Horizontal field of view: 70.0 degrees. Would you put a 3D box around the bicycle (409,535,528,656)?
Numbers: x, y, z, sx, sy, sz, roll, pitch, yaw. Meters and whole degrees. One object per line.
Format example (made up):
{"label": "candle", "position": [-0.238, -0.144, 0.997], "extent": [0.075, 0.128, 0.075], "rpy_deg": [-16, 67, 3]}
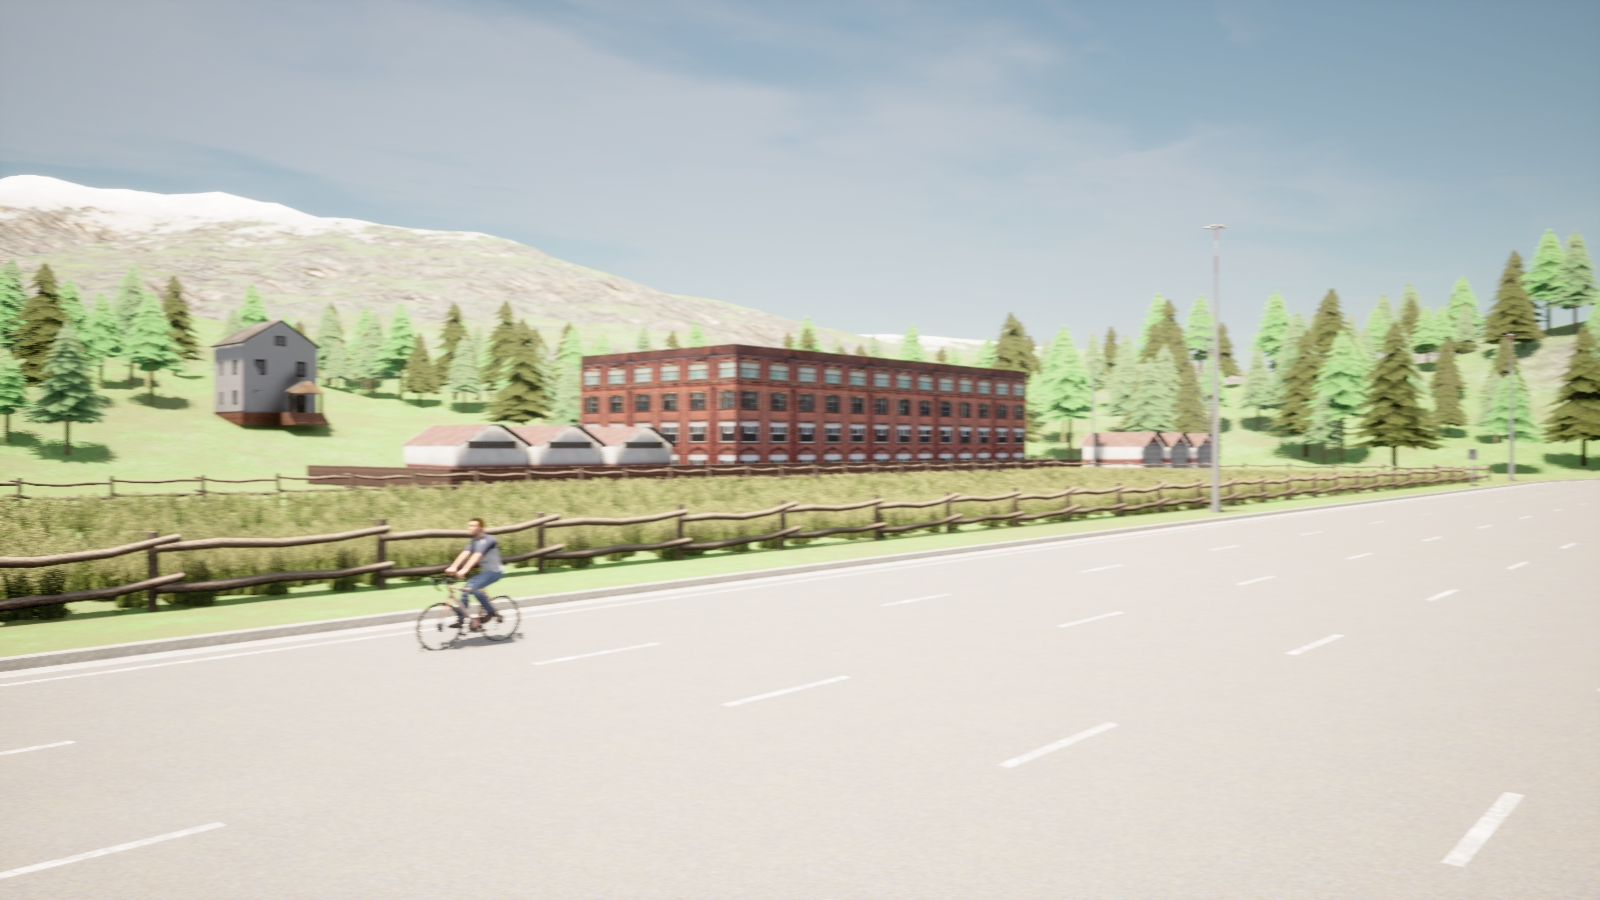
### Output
{"label": "bicycle", "position": [-4.611, 2.002, 15.993], "extent": [0.373, 1.496, 1.643], "rpy_deg": [0, 0, 42]}
